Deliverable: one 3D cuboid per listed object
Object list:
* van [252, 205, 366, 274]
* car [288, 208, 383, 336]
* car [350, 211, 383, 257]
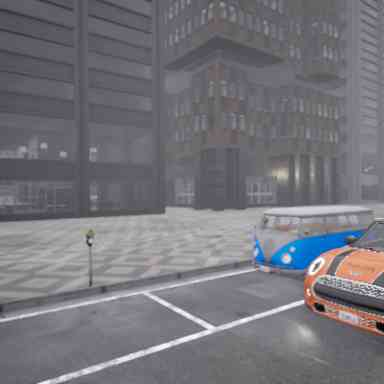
[{"bbox_3d":[3.432,1.286,9.094,3.998,1.788,1.690,0,0,-35],"label":"van"},{"bbox_3d":[4.214,1.304,6.377,4.553,1.767,2.097,0,0,-35],"label":"car"},{"bbox_3d":[8.028,1.458,12.367,4.403,1.369,2.008,0,0,-35],"label":"car"}]
